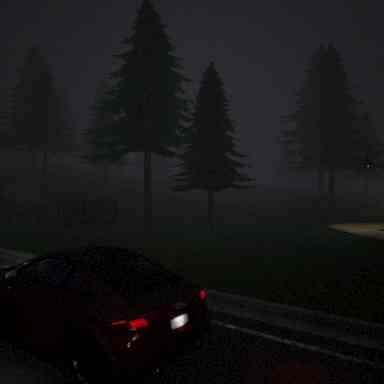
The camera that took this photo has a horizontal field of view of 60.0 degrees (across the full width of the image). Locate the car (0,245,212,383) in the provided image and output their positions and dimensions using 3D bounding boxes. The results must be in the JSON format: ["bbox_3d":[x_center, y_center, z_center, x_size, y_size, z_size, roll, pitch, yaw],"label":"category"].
[{"bbox_3d":[-1.778,1.563,5.260,4.181,1.385,1.994,0,0,36],"label":"car"}]
